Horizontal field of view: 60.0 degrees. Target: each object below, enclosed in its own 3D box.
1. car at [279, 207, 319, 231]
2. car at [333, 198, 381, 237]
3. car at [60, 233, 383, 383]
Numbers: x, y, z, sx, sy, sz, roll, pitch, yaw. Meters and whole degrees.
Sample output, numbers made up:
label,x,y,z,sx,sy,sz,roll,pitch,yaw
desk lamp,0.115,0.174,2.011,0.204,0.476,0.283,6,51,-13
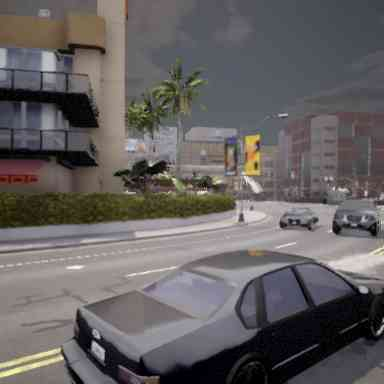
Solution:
label,x,y,z,sx,sy,sz,roll,pitch,yaw
car,7.343,1.752,22.506,1.994,1.385,4.181,0,0,29
car,9.908,1.392,19.808,2.150,2.045,5.566,0,0,31
car,1.044,1.588,4.786,5.357,1.411,2.033,0,-1,-39
